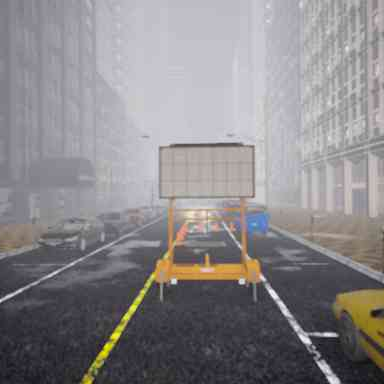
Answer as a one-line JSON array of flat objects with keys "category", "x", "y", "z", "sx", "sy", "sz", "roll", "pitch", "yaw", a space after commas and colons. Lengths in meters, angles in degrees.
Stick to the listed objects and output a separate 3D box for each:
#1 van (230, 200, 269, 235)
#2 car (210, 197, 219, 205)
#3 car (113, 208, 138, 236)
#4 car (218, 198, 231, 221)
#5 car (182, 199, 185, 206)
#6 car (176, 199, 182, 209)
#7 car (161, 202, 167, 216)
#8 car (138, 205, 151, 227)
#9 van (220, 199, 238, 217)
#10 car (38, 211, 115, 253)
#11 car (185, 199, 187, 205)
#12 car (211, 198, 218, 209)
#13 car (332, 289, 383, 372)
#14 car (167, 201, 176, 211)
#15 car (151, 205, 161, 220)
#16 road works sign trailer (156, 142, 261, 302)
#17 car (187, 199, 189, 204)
[{"category": "van", "x": 3.477, "y": 1.550, "z": 19.997, "sx": 1.690, "sy": 1.788, "sz": 3.998, "roll": -1, "pitch": -1, "yaw": 2}, {"category": "car", "x": 5.968, "y": 2.311, "z": 88.151, "sx": 2.192, "sy": 1.841, "sz": 5.009, "roll": -1, "pitch": -1, "yaw": 2}, {"category": "car", "x": -4.894, "y": 1.853, "z": 20.299, "sx": 1.947, "sy": 1.339, "sz": 4.313, "roll": -1, "pitch": -1, "yaw": 2}, {"category": "car", "x": 3.892, "y": 1.656, "z": 31.356, "sx": 2.192, "sy": 1.841, "sz": 5.009, "roll": -1, "pitch": -1, "yaw": 2}, {"category": "car", "x": -3.024, "y": 2.461, "z": 71.414, "sx": 1.802, "sy": 1.307, "sz": 4.206, "roll": -1, "pitch": -1, "yaw": 2}, {"category": "car", "x": -3.440, "y": 2.299, "z": 60.056, "sx": 2.008, "sy": 1.369, "sz": 4.403, "roll": -1, "pitch": -1, "yaw": 2}, {"category": "car", "x": -4.270, "y": 2.067, "z": 37.338, "sx": 1.802, "sy": 1.307, "sz": 4.206, "roll": -1, "pitch": -1, "yaw": 2}, {"category": "car", "x": -4.686, "y": 1.898, "z": 25.979, "sx": 1.887, "sy": 1.381, "sz": 4.507, "roll": -1, "pitch": -1, "yaw": 2}, {"category": "van", "x": 4.100, "y": 1.747, "z": 37.035, "sx": 1.690, "sy": 1.788, "sz": 3.998, "roll": -1, "pitch": -1, "yaw": 2}, {"category": "car", "x": -5.102, "y": 1.772, "z": 14.620, "sx": 2.008, "sy": 1.369, "sz": 4.403, "roll": -1, "pitch": -1, "yaw": 2}, {"category": "car", "x": -2.819, "y": 2.384, "z": 77.095, "sx": 1.967, "sy": 1.590, "sz": 4.097, "roll": -1, "pitch": -1, "yaw": 2}, {"category": "car", "x": 4.935, "y": 2.220, "z": 59.750, "sx": 2.008, "sy": 1.369, "sz": 4.403, "roll": -1, "pitch": -1, "yaw": 2}, {"category": "car", "x": 2.864, "y": 1.538, "z": 3.126, "sx": 1.752, "sy": 1.417, "sz": 4.829, "roll": -1, "pitch": -1, "yaw": 2}, {"category": "car", "x": -3.856, "y": 2.167, "z": 48.697, "sx": 2.008, "sy": 1.369, "sz": 4.403, "roll": -1, "pitch": -1, "yaw": 2}, {"category": "car", "x": -4.479, "y": 1.970, "z": 31.659, "sx": 2.008, "sy": 1.369, "sz": 4.403, "roll": -1, "pitch": -1, "yaw": 2}, {"category": "road works sign trailer", "x": 0.381, "y": 0.563, "z": 8.479, "sx": 2.380, "sy": 3.560, "sz": 2.880, "roll": -1, "pitch": -1, "yaw": 2}, {"category": "car", "x": -2.408, "y": 2.598, "z": 88.284, "sx": 1.752, "sy": 1.417, "sz": 4.829, "roll": -1, "pitch": -1, "yaw": 2}]
